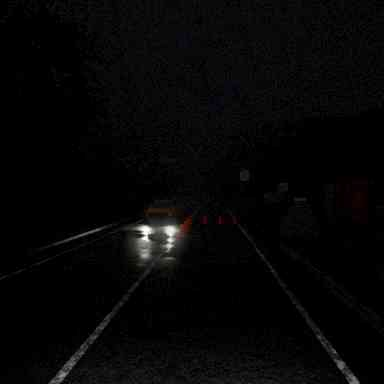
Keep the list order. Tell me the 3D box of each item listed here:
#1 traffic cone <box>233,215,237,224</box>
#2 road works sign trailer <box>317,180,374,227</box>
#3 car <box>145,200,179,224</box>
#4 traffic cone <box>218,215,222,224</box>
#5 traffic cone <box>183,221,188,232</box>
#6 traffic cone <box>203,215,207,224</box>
[{"bbox_3d":[2.864,1.862,22.260,0.340,0.580,0.340,0,0,10],"label":"traffic cone"},{"bbox_3d":[7.919,0.514,18.569,3.560,2.380,2.880,-5,7,-42],"label":"road works sign trailer"},{"bbox_3d":[-2.040,1.354,23.782,1.882,1.535,5.008,0,0,4],"label":"car"},{"bbox_3d":[1.891,1.858,22.194,0.340,0.580,0.340,0,0,4],"label":"traffic cone"},{"bbox_3d":[-0.495,1.878,16.348,0.340,0.580,0.340,0,0,4],"label":"traffic cone"},{"bbox_3d":[0.900,1.853,22.261,0.340,0.580,0.340,0,0,4],"label":"traffic cone"}]
